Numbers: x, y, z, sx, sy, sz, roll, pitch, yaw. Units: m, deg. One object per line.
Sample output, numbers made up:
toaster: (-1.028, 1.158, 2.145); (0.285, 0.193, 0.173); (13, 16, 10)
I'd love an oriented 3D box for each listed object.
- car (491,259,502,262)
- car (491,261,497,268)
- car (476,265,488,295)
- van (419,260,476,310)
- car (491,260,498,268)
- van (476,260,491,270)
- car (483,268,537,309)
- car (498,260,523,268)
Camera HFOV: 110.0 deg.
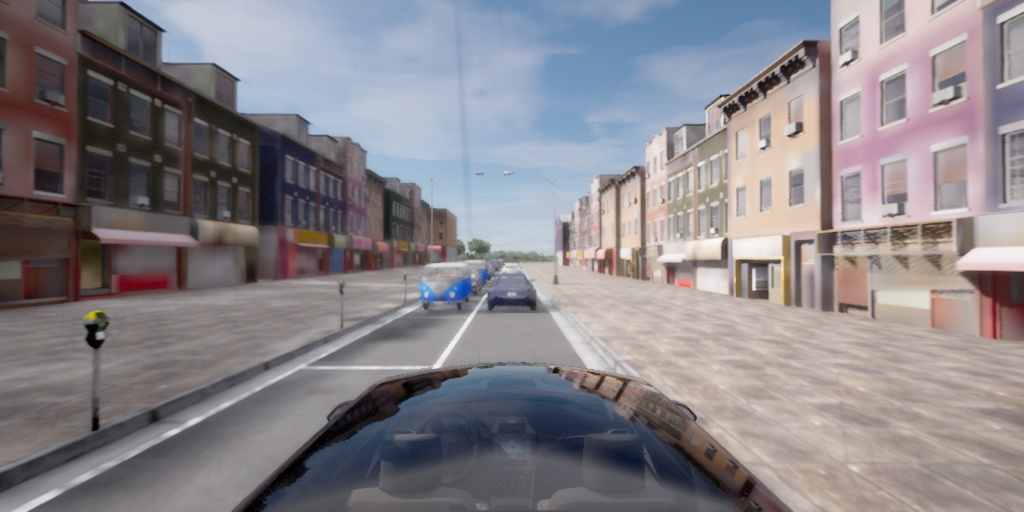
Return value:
car: (-2.673, 1.354, 48.180); (1.948, 1.339, 4.313); (0, 0, 0)
car: (-2.661, 1.411, 31.562); (1.948, 1.339, 4.313); (0, 0, 0)
car: (-2.652, 1.404, 20.468); (2.007, 1.370, 4.403); (0, 0, 0)
van: (-2.648, 1.179, 14.920); (1.690, 1.789, 3.998); (0, 0, 0)
car: (-2.665, 1.407, 37.104); (1.802, 1.307, 4.207); (0, 0, 0)
van: (-2.656, 1.197, 26.015); (1.690, 1.789, 3.998); (0, 0, 0)
car: (0.007, 1.405, 15.413); (1.994, 1.385, 4.181); (0, 0, 0)
car: (-0.005, 1.373, 30.708); (1.812, 1.442, 4.674); (0, 0, 0)
